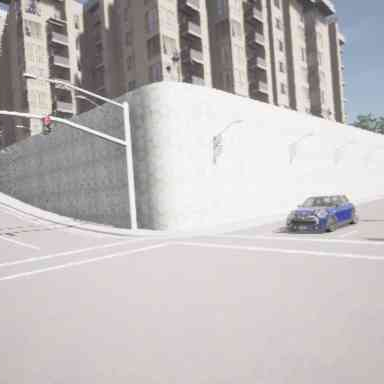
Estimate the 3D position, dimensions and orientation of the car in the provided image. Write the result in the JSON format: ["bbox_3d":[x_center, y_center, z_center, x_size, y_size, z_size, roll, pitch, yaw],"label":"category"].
[{"bbox_3d":[6.516,0.936,16.677,2.097,1.767,4.553,-4,0,44],"label":"car"}]
